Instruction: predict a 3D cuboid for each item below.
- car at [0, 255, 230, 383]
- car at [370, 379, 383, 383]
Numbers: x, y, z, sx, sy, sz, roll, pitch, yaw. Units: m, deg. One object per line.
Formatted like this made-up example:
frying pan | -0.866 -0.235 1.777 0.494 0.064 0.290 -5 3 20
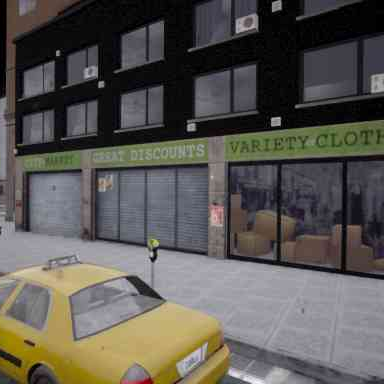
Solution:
car | -1.875 1.524 4.428 4.829 1.417 1.752 0 1 36
car | 2.810 1.551 1.085 4.403 1.369 2.008 0 1 36
